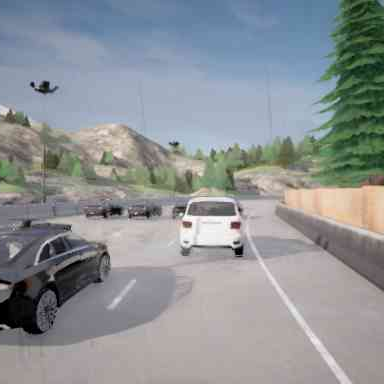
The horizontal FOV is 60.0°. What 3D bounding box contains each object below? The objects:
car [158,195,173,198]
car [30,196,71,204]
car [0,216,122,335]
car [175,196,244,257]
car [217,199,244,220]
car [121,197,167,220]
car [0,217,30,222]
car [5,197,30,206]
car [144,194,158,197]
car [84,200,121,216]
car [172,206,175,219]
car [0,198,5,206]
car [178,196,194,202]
[{"bbox_3d":[-5.374,1.503,76.821,1.994,1.385,4.181,0,0,27],"label":"car"},{"bbox_3d":[-16.092,1.297,38.740,2.097,1.767,4.553,0,0,14],"label":"car"},{"bbox_3d":[-3.115,1.482,6.701,2.128,1.511,4.902,0,0,3],"label":"car"},{"bbox_3d":[0.865,1.219,13.210,2.150,2.045,5.566,0,0,6],"label":"car"},{"bbox_3d":[3.470,1.475,29.456,1.882,1.535,5.008,0,0,12],"label":"car"},{"bbox_3d":[-3.897,1.471,28.376,2.128,1.511,4.902,0,0,11],"label":"car"},{"bbox_3d":[-6.236,1.581,12.353,1.895,1.301,4.718,0,0,5],"label":"car"},{"bbox_3d":[-19.392,1.414,40.012,1.882,1.535,5.008,0,0,15],"label":"car"},{"bbox_3d":[-8.619,1.465,78.167,1.812,1.442,4.674,0,0,27],"label":"car"},{"bbox_3d":[-7.421,1.462,28.600,2.128,1.511,4.902,0,0,11],"label":"car"},{"bbox_3d":[-0.366,1.493,28.207,1.837,1.490,4.892,0,0,11],"label":"car"},{"bbox_3d":[-22.607,1.419,41.536,2.128,1.511,4.902,0,0,15],"label":"car"},{"bbox_3d":[-1.334,1.554,76.986,1.895,1.301,4.718,0,0,27],"label":"car"}]
